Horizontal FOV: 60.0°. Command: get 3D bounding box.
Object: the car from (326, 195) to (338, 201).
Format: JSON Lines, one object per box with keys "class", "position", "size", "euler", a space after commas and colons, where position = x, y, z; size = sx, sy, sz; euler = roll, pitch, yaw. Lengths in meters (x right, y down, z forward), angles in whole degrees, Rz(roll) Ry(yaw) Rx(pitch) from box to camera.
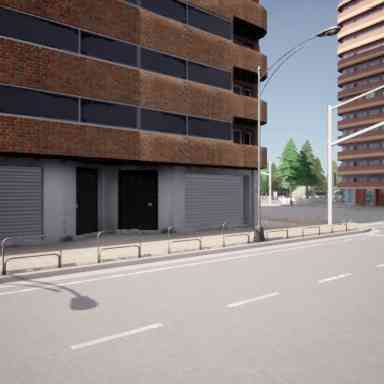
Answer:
{"class": "car", "position": [33.675, 1.469, 80.943], "size": [4.674, 1.442, 1.812], "euler": [0, 0, -27]}
